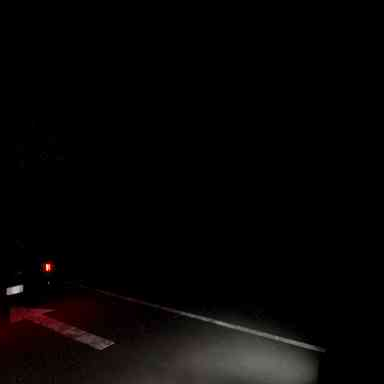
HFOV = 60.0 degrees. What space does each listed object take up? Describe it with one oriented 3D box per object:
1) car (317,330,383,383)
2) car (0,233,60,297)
[{"bbox_3d":[3.084,1.526,1.718,4.674,1.442,1.812,0,0,36],"label":"car"},{"bbox_3d":[-5.211,1.601,7.713,4.718,1.301,1.895,0,0,35],"label":"car"}]
